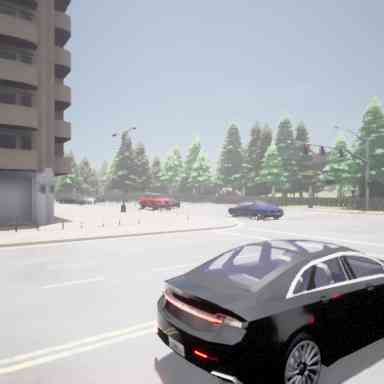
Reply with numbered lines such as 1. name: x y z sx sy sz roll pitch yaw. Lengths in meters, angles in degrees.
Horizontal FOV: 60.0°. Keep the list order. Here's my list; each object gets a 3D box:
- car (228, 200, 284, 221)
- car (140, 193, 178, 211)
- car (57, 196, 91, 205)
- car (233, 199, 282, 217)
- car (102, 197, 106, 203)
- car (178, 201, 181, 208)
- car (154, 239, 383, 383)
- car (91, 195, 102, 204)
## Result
1. car: 5.084 1.537 26.896 1.895 1.301 4.718 0 0 -35
2. car: -4.400 1.157 40.570 2.150 2.045 5.566 0 0 -35
3. car: -20.091 1.446 56.427 4.892 1.490 1.837 -1 0 28
4. car: 6.115 1.460 31.544 1.812 1.442 4.674 0 0 -35
5. car: -20.007 1.437 67.747 4.902 1.511 2.128 0 0 18
6. car: -3.417 1.412 45.140 1.882 1.535 5.008 0 0 -36
7. car: 1.810 1.490 5.077 4.902 1.511 2.128 0 0 -35
8. car: -19.021 1.464 59.846 4.674 1.442 1.812 0 0 27
